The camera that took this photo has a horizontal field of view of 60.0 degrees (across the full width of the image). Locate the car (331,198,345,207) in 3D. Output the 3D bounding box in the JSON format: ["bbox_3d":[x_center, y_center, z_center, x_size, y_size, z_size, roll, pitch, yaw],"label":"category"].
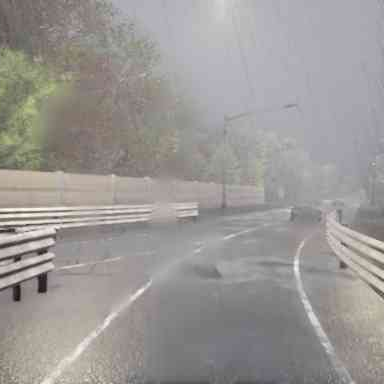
[{"bbox_3d":[26.283,1.861,59.789,1.812,1.442,4.674,1,0,27],"label":"car"}]

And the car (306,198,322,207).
[{"bbox_3d":[21.273,1.824,57.761,1.895,1.301,4.718,2,1,28],"label":"car"}]

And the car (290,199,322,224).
[{"bbox_3d":[9.089,1.585,26.426,2.128,1.511,4.902,1,0,27],"label":"car"}]
